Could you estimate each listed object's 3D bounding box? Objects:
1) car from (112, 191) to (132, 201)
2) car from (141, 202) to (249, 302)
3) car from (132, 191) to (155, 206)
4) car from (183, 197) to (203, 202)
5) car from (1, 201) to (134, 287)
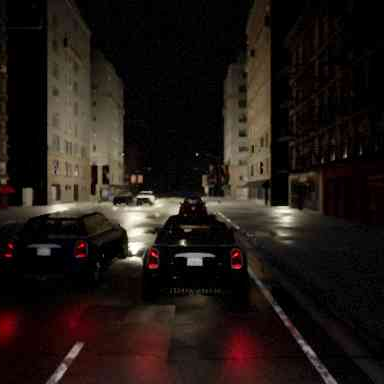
[{"bbox_3d":[-9.831,0.935,47.831,2.150,2.045,5.566,0,0,0],"label":"car"},{"bbox_3d":[0.086,1.297,8.294,2.097,1.767,4.553,0,0,1],"label":"car"},{"bbox_3d":[-6.584,0.936,47.322,2.150,2.045,5.566,0,0,0],"label":"car"},{"bbox_3d":[0.069,1.186,26.245,2.097,1.767,4.553,0,0,-1],"label":"car"},{"bbox_3d":[-3.165,1.291,9.283,2.097,1.767,4.553,0,0,1],"label":"car"}]
